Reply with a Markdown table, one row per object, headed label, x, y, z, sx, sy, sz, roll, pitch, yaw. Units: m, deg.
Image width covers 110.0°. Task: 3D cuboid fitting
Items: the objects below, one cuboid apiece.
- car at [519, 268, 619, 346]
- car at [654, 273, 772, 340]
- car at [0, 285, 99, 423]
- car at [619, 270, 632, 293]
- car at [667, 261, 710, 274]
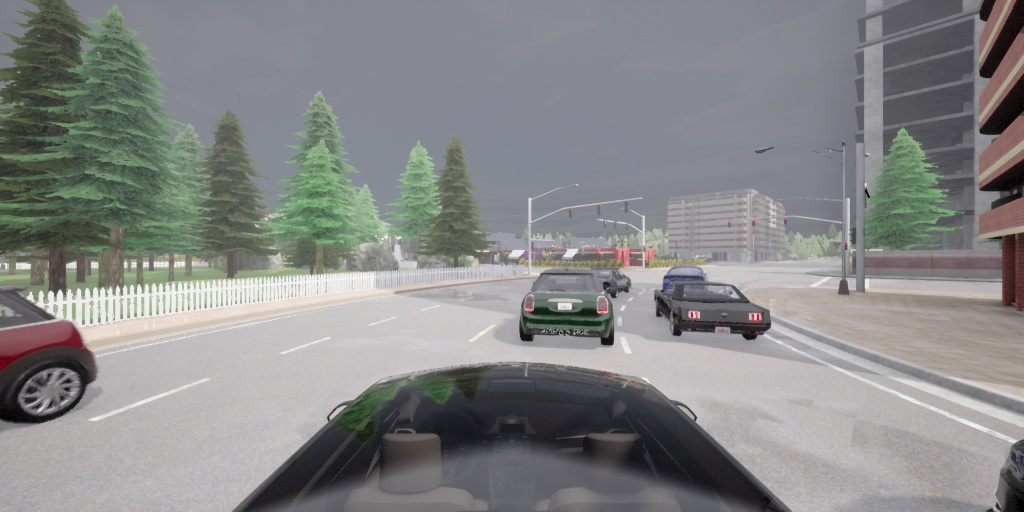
| label | x | y | z | sx | sy | sz | roll | pitch | yaw |
| --- | --- | --- | --- | --- | --- | --- | --- | --- | --- |
| car | 1.587 | 1.102 | 9.768 | 2.097 | 1.767 | 4.553 | 0 | 0 | 12 |
| car | 5.216 | 1.351 | 10.072 | 1.895 | 1.301 | 4.718 | 0 | 0 | 14 |
| car | -6.716 | 1.102 | 2.808 | 2.097 | 1.767 | 4.553 | 0 | 0 | 5 |
| car | 4.807 | 1.297 | 18.532 | 2.033 | 1.411 | 5.357 | 0 | 0 | 29 |
| car | 9.062 | 1.228 | 18.590 | 1.882 | 1.535 | 5.008 | 0 | 0 | 30 |
